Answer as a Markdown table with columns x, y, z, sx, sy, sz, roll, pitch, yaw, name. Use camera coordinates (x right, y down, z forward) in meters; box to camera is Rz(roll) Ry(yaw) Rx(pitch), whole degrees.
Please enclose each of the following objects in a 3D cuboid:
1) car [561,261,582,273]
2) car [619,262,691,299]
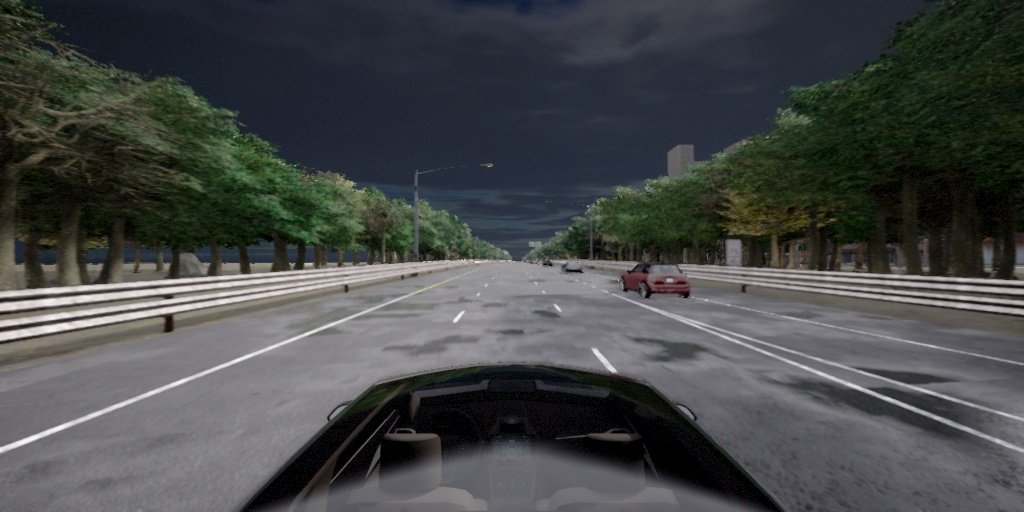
| x | y | z | sx | sy | sz | roll | pitch | yaw | name |
| --- | --- | --- | --- | --- | --- | --- | --- | --- | --- |
| 7.050 | 1.325 | 42.886 | 1.994 | 1.385 | 4.181 | 0 | 0 | -1 | car |
| 7.070 | 1.101 | 18.259 | 2.097 | 1.767 | 4.553 | 0 | 0 | -1 | car |
